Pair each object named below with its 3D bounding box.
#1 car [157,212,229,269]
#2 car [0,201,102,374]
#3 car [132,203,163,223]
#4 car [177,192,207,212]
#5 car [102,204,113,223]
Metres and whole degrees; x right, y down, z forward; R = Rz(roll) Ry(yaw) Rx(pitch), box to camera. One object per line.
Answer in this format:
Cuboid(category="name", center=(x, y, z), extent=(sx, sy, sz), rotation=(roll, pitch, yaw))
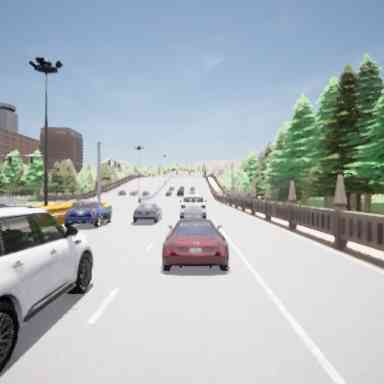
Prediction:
Cuboid(category="car", center=(0.100, 1.573, 11.146), extent=(1.994, 1.385, 4.181), rotation=(0, 0, 0))
Cuboid(category="car", center=(-3.399, 1.228, 5.573), extent=(2.150, 2.045, 5.566), rotation=(0, 0, 0))
Cuboid(category="car", center=(-3.404, 1.568, 25.994), extent=(2.033, 1.411, 5.357), rotation=(0, 0, 0))
Cuboid(category="car", center=(0.099, 1.245, 27.739), extent=(2.150, 2.045, 5.566), rotation=(0, 0, 0))
Cuboid(category="car", center=(-6.899, 1.370, 22.713), extent=(2.097, 1.767, 4.553), rotation=(0, 0, 0))
